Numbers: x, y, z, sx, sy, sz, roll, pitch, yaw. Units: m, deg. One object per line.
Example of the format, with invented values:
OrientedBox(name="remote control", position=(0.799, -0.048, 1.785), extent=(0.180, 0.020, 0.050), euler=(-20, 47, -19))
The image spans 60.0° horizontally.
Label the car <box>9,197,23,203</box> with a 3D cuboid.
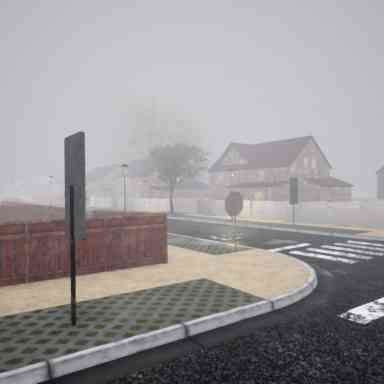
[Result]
OrientedBox(name="car", position=(-41.264, 1.978, 78.639), extent=(1.994, 1.385, 4.181), euler=(-1, 0, -37))
